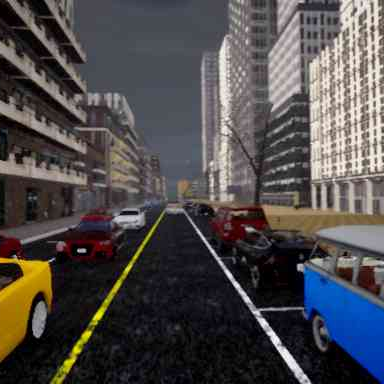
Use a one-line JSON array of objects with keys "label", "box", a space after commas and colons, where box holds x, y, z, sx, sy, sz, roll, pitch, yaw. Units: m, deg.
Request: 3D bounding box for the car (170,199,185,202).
[{"label": "car", "box": [-2.532, 2.035, 49.167, 2.097, 1.767, 4.553, -1, -1, -3]}]

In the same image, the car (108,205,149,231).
[{"label": "car", "box": [-4.301, 1.885, 23.245, 1.812, 1.442, 4.674, -1, -1, -3]}]

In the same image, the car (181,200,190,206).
[{"label": "car", "box": [-1.659, 2.668, 80.772, 2.008, 1.369, 4.403, -1, -1, -3]}]

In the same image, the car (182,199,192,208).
[{"label": "car", "box": [-1.056, 2.393, 69.744, 1.967, 1.590, 4.097, -1, -1, -3]}]

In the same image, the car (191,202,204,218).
[{"label": "car", "box": [1.269, 1.953, 35.548, 1.837, 1.490, 4.892, -1, -1, -3]}]

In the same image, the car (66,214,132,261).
[{"label": "car", "box": [-3.745, 1.782, 12.985, 1.994, 1.385, 4.181, -1, -1, -3]}]

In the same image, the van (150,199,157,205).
[{"label": "van", "box": [-10.633, 2.729, 91.342, 1.690, 1.788, 3.998, -1, -1, -3]}]

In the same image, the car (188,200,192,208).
[{"label": "car", "box": [0.880, 2.026, 42.537, 1.882, 1.535, 5.008, -1, -1, -3]}]

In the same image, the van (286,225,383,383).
[{"label": "van", "box": [2.568, 1.355, 3.577, 1.690, 1.788, 3.998, 0, -1, -3]}]

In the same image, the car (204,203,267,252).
[{"label": "car", "box": [1.963, 1.479, 14.606, 2.192, 1.841, 5.009, 0, -1, -3]}]

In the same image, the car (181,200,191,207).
[{"label": "car", "box": [-1.357, 2.586, 75.257, 2.008, 1.369, 4.403, -1, -1, -3]}]

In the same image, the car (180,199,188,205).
[{"label": "car", "box": [-2.264, 2.725, 91.800, 1.967, 1.590, 4.097, -1, -1, -3]}]

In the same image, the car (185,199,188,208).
[{"label": "car", "box": [-0.451, 2.354, 58.715, 1.947, 1.339, 4.313, -1, -1, -3]}]

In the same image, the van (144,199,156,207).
[{"label": "van", "box": [-9.727, 2.480, 74.801, 1.690, 1.788, 3.998, -1, -1, -3]}]

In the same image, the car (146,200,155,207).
[{"label": "car", "box": [-10.027, 2.766, 80.312, 1.887, 1.381, 4.507, -1, -1, -3]}]

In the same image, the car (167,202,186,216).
[{"label": "car", "box": [-2.003, 2.148, 39.586, 1.895, 1.301, 4.718, -1, -1, -3]}]

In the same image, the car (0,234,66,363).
[{"label": "car", "box": [-3.245, 1.570, 3.751, 1.882, 1.535, 5.008, -1, -1, -3]}]

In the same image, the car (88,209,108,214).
[{"label": "car", "box": [-7.006, 1.965, 25.171, 1.887, 1.381, 4.507, 0, -1, -3]}]

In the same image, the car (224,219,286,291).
[{"label": "car", "box": [2.267, 1.654, 9.088, 1.947, 1.339, 4.313, 0, -1, -3]}]
